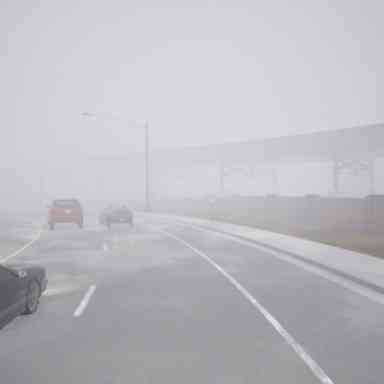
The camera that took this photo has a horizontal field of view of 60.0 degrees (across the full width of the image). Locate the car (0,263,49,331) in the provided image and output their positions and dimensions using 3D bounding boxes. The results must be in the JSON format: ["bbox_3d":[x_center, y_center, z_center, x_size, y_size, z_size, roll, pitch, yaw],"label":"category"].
[{"bbox_3d":[-3.731,1.606,4.577,2.033,1.411,5.357,0,0,-5],"label":"car"}]

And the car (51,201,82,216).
[{"bbox_3d":[-14.736,1.855,38.859,1.801,1.575,5.366,-1,0,-39],"label":"car"}]

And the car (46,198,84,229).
[{"bbox_3d":[-9.315,1.477,24.292,2.150,2.045,5.566,0,0,-26],"label":"car"}]

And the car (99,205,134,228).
[{"bbox_3d":[-5.640,1.697,24.470,2.128,1.511,4.902,-1,0,-24],"label":"car"}]
